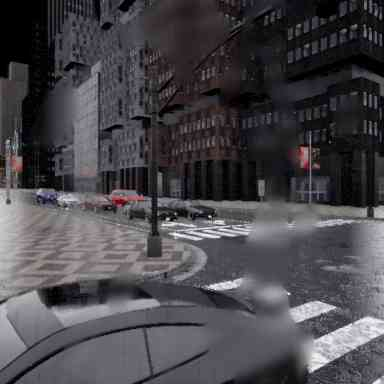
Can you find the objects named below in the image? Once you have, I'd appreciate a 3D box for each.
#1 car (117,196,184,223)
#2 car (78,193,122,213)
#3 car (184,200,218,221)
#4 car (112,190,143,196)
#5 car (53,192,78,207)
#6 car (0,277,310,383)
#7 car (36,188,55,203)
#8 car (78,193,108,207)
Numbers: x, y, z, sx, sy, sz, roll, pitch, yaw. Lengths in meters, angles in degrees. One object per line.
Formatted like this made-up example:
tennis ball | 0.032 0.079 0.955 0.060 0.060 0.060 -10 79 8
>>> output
car | -3.031 1.284 23.209 2.033 1.411 5.357 0 1 -35
car | -8.631 1.080 30.892 1.882 1.535 5.008 0 1 -36
car | -0.427 1.280 25.067 2.033 1.411 5.357 0 1 -39
car | -6.383 0.810 33.327 2.150 2.045 5.566 0 1 -36
car | -14.429 0.985 38.867 1.812 1.442 4.674 0 1 -35
car | -1.032 1.526 2.551 4.674 1.442 1.812 0 0 -34
car | -20.646 0.521 47.531 2.150 2.045 5.566 0 1 -36
car | -12.500 0.929 41.767 2.128 1.511 4.902 0 1 -36
